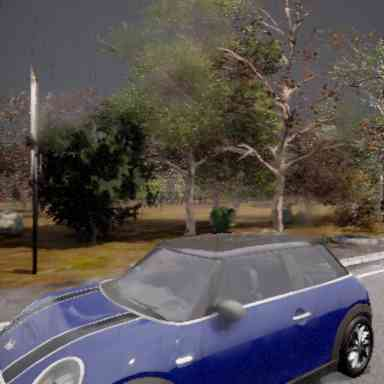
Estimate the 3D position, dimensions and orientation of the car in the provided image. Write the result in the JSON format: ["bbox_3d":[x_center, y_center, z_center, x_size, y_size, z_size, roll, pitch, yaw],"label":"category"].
[{"bbox_3d":[0.142,1.359,3.992,4.553,1.767,2.097,1,0,-35],"label":"car"}]
